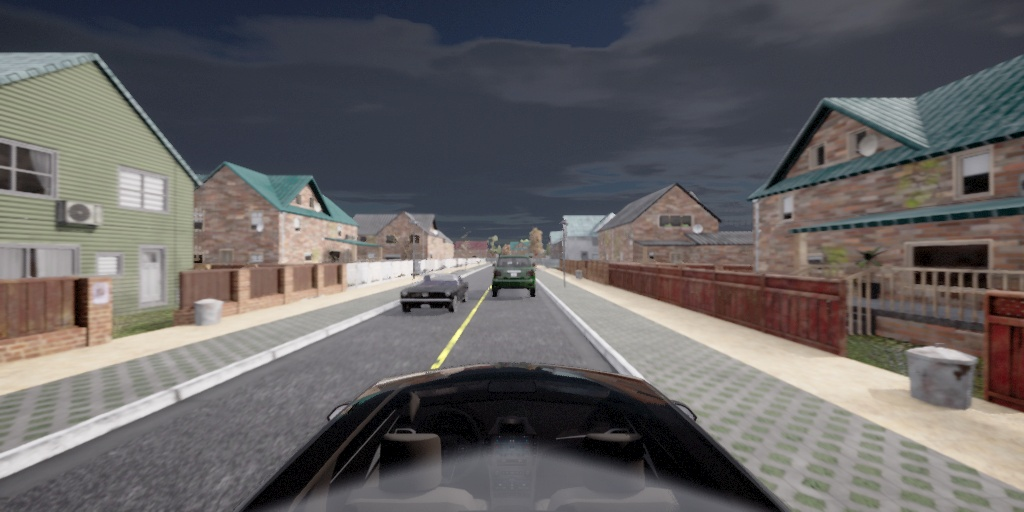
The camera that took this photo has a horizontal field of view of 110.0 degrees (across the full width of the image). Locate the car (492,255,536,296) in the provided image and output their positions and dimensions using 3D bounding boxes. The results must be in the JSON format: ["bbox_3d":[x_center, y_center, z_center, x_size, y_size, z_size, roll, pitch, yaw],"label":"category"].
[{"bbox_3d":[0.104,0.961,19.187,2.150,2.045,5.566,0,0,0],"label":"car"}]

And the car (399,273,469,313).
[{"bbox_3d":[-2.849,1.343,14.017,1.895,1.301,4.718,0,0,0],"label":"car"}]
